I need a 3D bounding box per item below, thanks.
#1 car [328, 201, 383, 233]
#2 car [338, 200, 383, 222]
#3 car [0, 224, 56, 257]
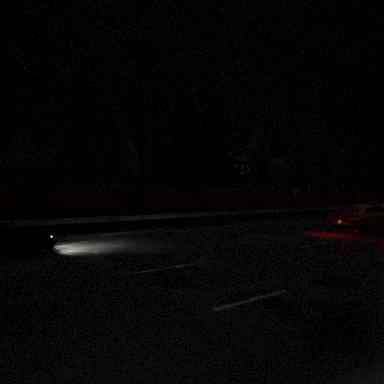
[{"bbox_3d":[10.128,1.477,19.750,5.008,1.535,1.882,0,0,-36],"label":"car"},{"bbox_3d":[14.249,1.490,27.075,4.902,1.511,2.128,0,0,-36],"label":"car"},{"bbox_3d":[-7.591,1.547,11.229,5.357,1.411,2.033,0,0,-36],"label":"car"}]
